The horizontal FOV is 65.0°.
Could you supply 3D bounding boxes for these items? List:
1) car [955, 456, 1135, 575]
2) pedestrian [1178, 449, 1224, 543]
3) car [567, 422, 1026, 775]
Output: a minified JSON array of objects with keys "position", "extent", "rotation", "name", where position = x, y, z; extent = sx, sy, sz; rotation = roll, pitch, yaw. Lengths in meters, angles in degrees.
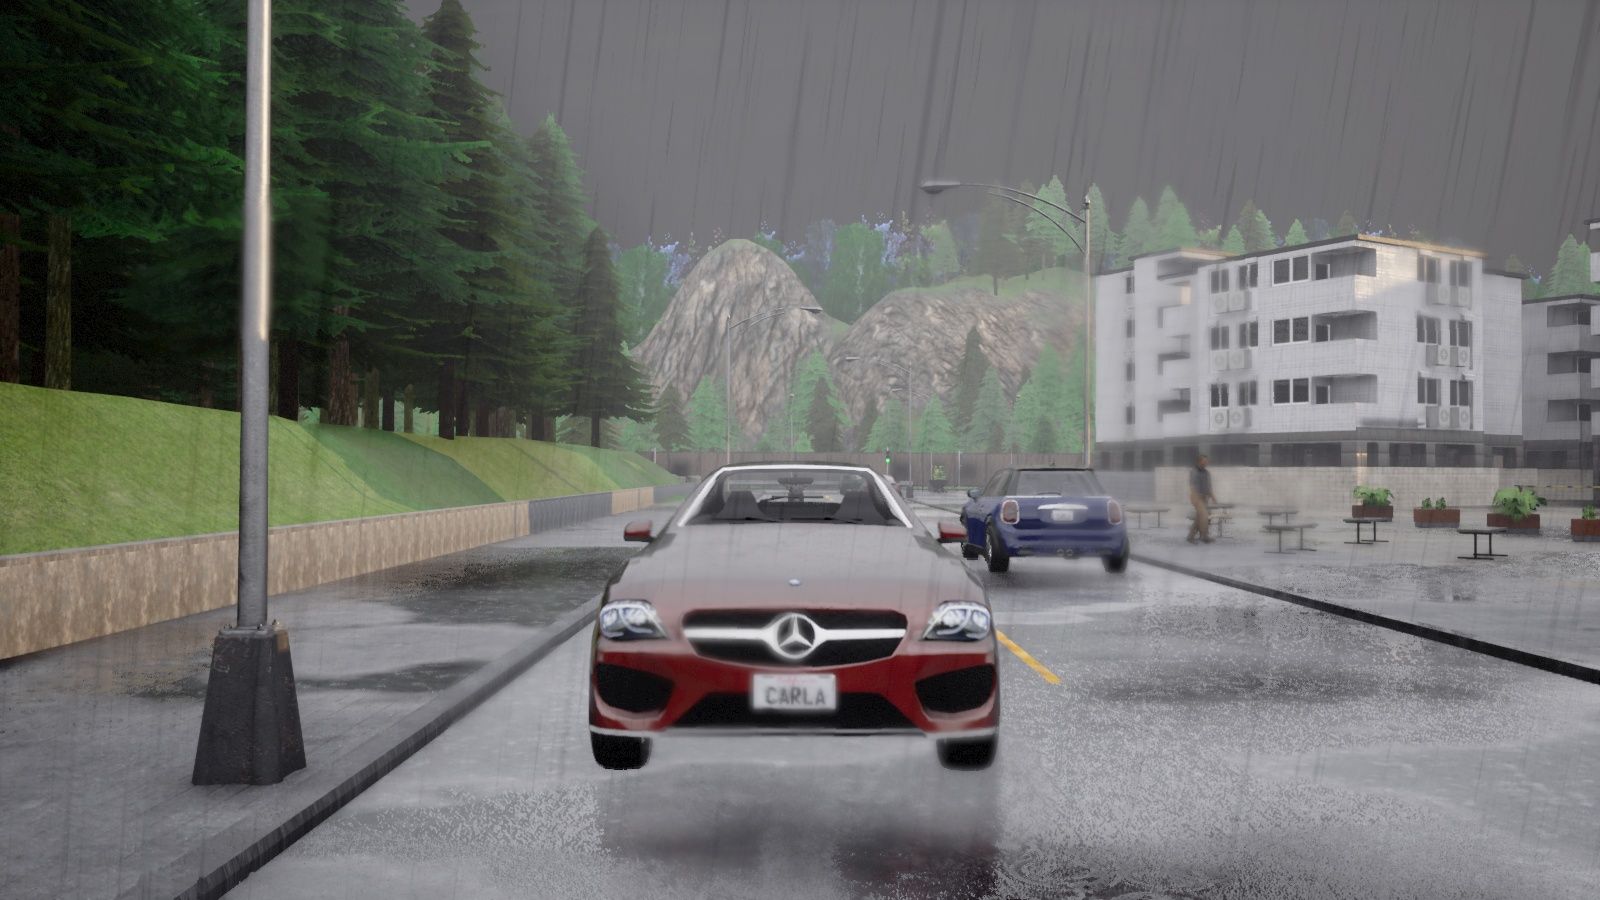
[{"position":[3.939,1.009,21.021],"extent":[2.097,1.767,4.553],"rotation":[0,-1,0],"name":"car"},{"position":[8.049,0.915,25.219],"extent":[0.540,1.848,0.694],"rotation":[0,-1,-36],"name":"pedestrian"},{"position":[-0.026,0.734,8.414],"extent":[2.152,1.651,5.027],"rotation":[0,-1,0],"name":"car"}]
